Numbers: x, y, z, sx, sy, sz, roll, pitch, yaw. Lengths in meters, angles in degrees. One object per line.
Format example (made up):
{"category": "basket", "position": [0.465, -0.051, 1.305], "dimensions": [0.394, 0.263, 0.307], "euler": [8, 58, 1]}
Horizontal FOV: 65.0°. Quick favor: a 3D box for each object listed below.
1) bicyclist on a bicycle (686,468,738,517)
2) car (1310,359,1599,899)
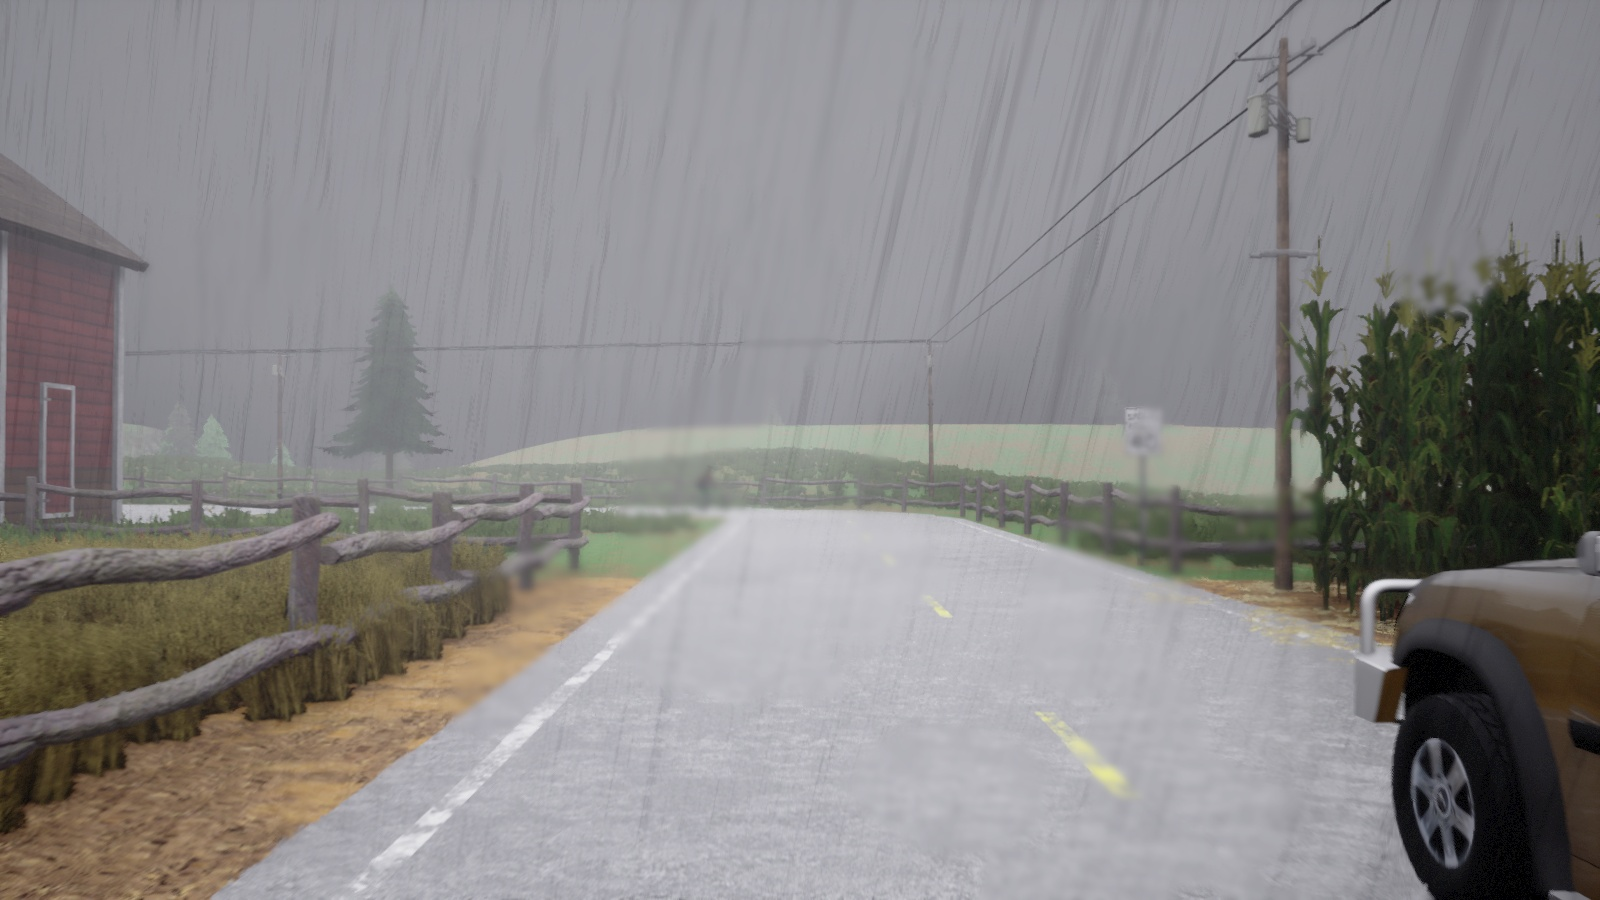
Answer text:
{"category": "bicyclist on a bicycle", "position": [-3.010, 1.429, 42.888], "dimensions": [1.656, 1.620, 0.582], "euler": [0, 3, 28]}
{"category": "car", "position": [3.198, 0.664, 3.138], "dimensions": [1.932, 1.855, 4.605], "euler": [0, -1, 0]}
